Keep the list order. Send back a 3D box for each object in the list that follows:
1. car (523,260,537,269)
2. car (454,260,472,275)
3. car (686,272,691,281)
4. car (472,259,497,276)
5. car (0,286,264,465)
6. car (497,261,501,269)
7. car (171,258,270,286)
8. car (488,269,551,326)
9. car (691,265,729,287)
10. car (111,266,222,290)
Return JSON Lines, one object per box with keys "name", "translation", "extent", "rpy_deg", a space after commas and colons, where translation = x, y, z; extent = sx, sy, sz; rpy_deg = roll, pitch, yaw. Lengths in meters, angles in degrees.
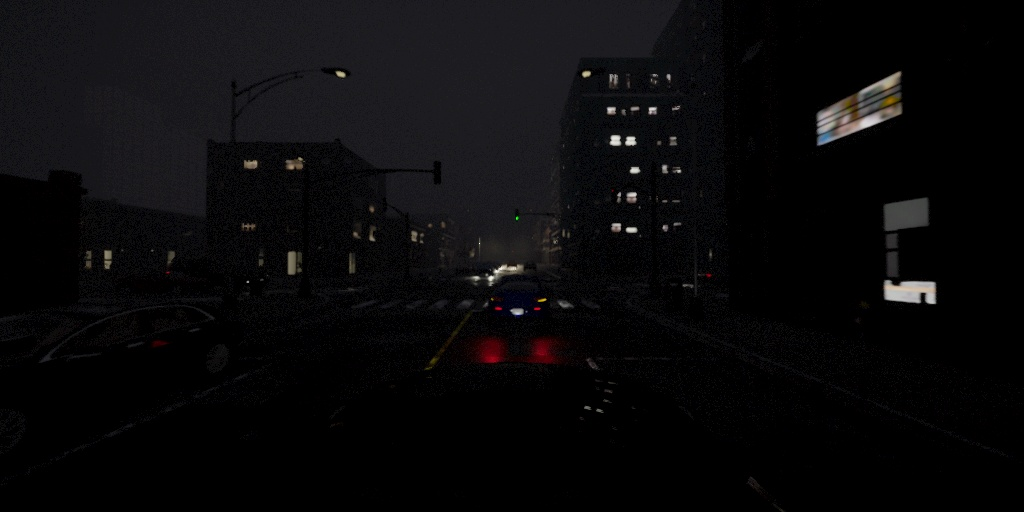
{"name": "car", "translation": [2.698, 1.418, 54.084], "extent": [1.967, 1.591, 4.097], "rpy_deg": [0, 0, 0]}
{"name": "car", "translation": [-5.761, 1.474, 42.655], "extent": [1.888, 1.381, 4.507], "rpy_deg": [0, 0, 0]}
{"name": "car", "translation": [14.735, 1.314, 25.564], "extent": [4.181, 1.385, 1.994], "rpy_deg": [-1, -1, 1]}
{"name": "car", "translation": [-3.084, 1.399, 40.880], "extent": [1.882, 1.535, 5.008], "rpy_deg": [0, 0, 0]}
{"name": "car", "translation": [-5.689, 1.314, 4.699], "extent": [2.007, 1.370, 4.403], "rpy_deg": [0, 0, 0]}
{"name": "car", "translation": [-3.054, 1.510, 55.617], "extent": [1.812, 1.442, 4.674], "rpy_deg": [0, 0, 0]}
{"name": "car", "translation": [-18.527, 1.177, 22.683], "extent": [5.566, 2.045, 2.150], "rpy_deg": [-1, -1, 1]}
{"name": "car", "translation": [0.311, 1.321, 11.840], "extent": [1.812, 1.442, 4.674], "rpy_deg": [0, 0, 4]}
{"name": "car", "translation": [14.684, 1.231, 22.609], "extent": [5.357, 1.411, 2.033], "rpy_deg": [-1, -1, 5]}
{"name": "car", "translation": [-19.291, 1.443, 19.948], "extent": [4.507, 1.381, 1.888], "rpy_deg": [0, 0, 1]}
